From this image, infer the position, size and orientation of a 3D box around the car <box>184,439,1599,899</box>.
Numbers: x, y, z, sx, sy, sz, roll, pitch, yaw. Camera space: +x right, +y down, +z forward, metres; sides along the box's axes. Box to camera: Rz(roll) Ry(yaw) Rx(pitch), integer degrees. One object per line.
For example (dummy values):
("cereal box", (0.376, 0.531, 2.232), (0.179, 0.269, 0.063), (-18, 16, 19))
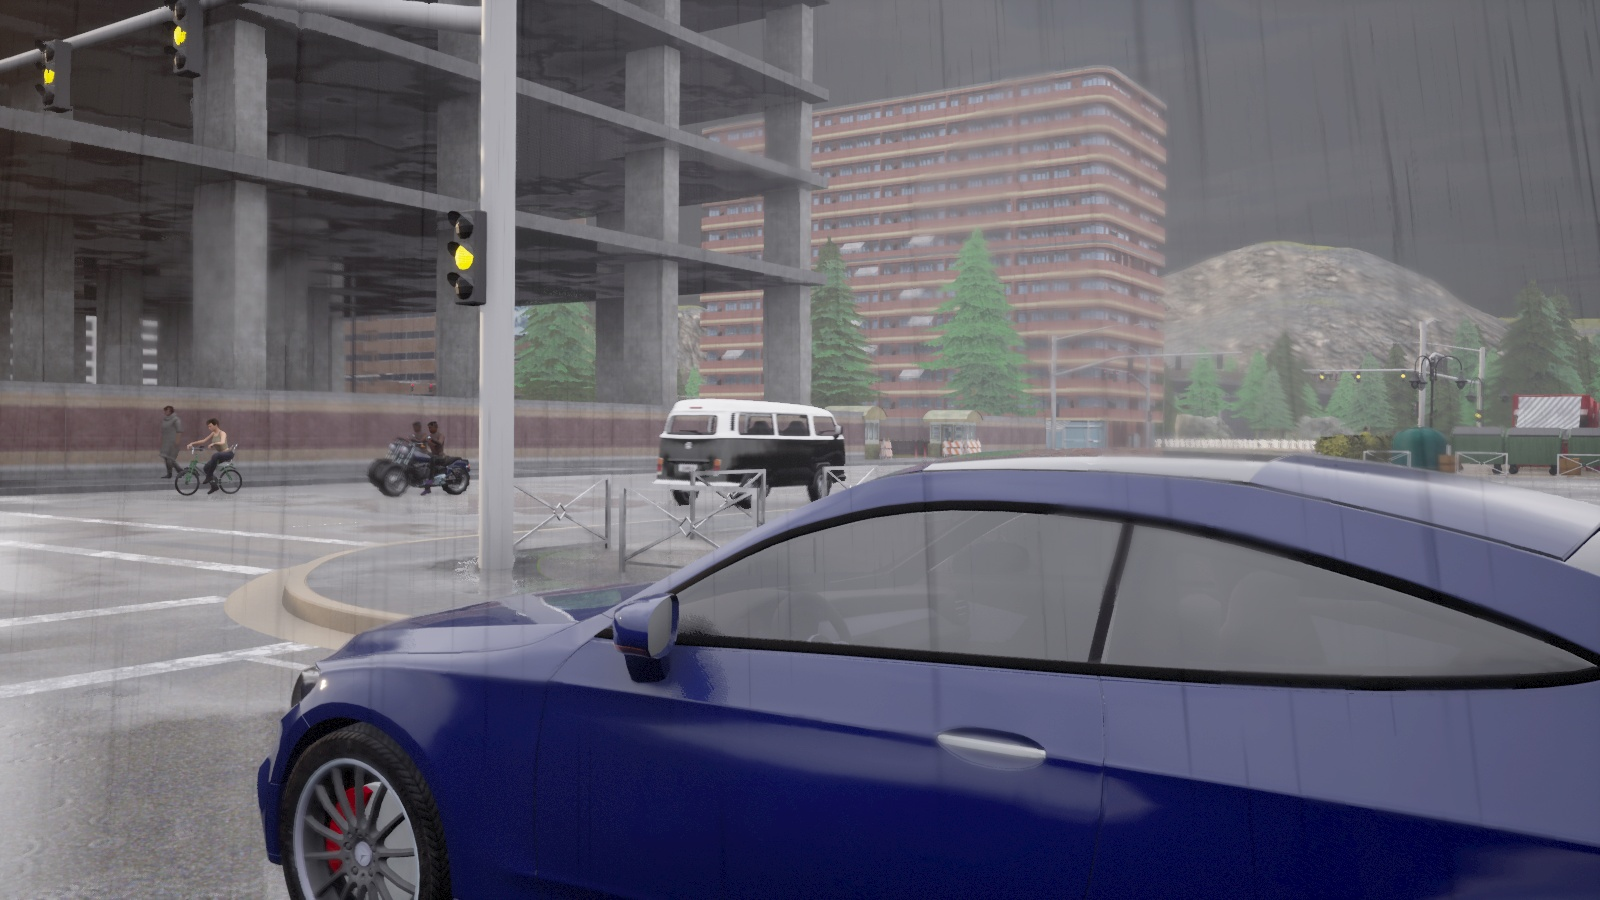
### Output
("car", (0.620, 0.708, 3.212), (4.674, 1.442, 1.812), (0, 1, 34))

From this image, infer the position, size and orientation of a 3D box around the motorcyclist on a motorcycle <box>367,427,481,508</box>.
("motorcyclist on a motorcycle", (-7.963, 0.334, 26.710), (0.766, 1.649, 2.350), (0, 1, 33))

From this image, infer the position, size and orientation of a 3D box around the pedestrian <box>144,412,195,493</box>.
("pedestrian", (-15.509, 0.055, 30.891), (0.659, 1.952, 0.873), (0, 1, 33))

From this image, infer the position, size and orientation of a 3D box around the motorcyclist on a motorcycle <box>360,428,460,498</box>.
("motorcyclist on a motorcycle", (-9.515, 0.293, 30.715), (0.766, 1.649, 2.350), (0, 1, 33))

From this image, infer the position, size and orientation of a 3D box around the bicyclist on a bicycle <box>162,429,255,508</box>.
("bicyclist on a bicycle", (-12.388, 0.365, 26.348), (0.866, 1.612, 1.509), (0, 1, 34))

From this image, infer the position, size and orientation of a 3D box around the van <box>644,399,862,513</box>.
("van", (-0.813, 0.068, 24.839), (2.069, 2.038, 4.480), (0, 1, 33))
